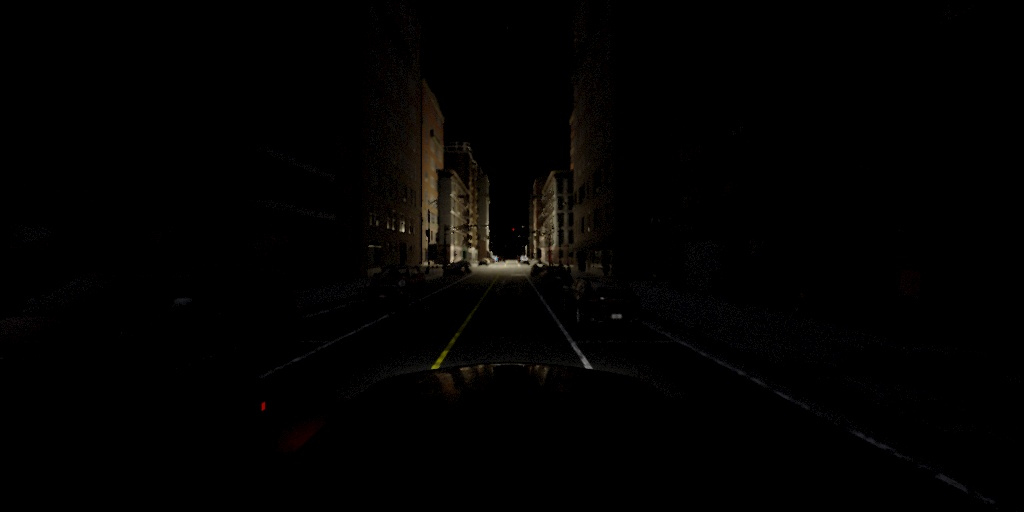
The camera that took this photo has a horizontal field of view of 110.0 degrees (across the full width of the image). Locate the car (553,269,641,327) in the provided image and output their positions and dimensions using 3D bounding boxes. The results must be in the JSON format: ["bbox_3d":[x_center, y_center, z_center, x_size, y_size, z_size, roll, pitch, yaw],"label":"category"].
[{"bbox_3d":[2.640,1.281,11.227,2.007,1.370,4.403,0,0,0],"label":"car"}]

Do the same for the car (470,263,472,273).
[{"bbox_3d":[-5.378,1.220,39.635,2.007,1.370,4.403,0,0,0],"label":"car"}]

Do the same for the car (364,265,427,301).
[{"bbox_3d":[-5.384,1.159,16.908,1.967,1.591,4.097,0,0,0],"label":"car"}]

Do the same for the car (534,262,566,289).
[{"bbox_3d":[2.643,1.273,22.590,1.948,1.339,4.313,0,0,0],"label":"car"}]

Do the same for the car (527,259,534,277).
[{"bbox_3d":[2.646,1.208,34.122,1.751,1.417,4.829,0,0,0],"label":"car"}]

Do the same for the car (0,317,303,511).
[{"bbox_3d":[-2.847,1.300,0.634,2.033,1.411,5.357,0,0,0],"label":"car"}]

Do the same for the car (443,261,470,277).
[{"bbox_3d":[-5.379,1.265,33.953,1.802,1.307,4.207,0,0,0],"label":"car"}]

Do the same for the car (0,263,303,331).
[{"bbox_3d":[-5.387,1.057,5.544,2.192,1.841,5.009,0,0,0],"label":"car"}]
